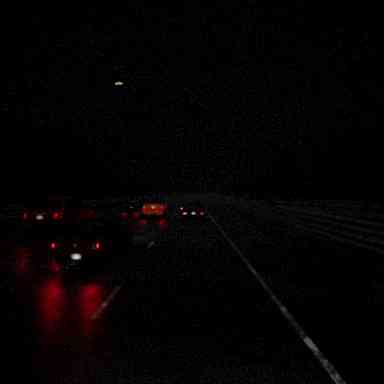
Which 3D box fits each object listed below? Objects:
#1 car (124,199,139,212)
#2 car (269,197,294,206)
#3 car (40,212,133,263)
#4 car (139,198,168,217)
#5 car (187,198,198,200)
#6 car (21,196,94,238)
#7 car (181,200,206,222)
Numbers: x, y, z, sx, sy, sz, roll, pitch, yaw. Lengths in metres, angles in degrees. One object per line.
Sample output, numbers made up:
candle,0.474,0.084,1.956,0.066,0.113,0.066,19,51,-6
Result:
car,-6.901,1.567,40.276,1.812,1.442,4.674,0,0,0
car,12.864,1.576,48.230,2.033,1.649,4.856,0,0,-14
car,-3.394,1.611,12.009,1.895,1.301,4.718,0,0,0
car,-3.402,1.383,31.417,2.097,1.767,4.553,0,0,0
car,0.099,1.523,42.938,1.882,1.535,5.008,0,0,0
car,-6.898,1.237,17.732,2.150,2.045,5.566,0,0,0
car,0.106,1.573,26.204,2.033,1.411,5.357,0,0,0
